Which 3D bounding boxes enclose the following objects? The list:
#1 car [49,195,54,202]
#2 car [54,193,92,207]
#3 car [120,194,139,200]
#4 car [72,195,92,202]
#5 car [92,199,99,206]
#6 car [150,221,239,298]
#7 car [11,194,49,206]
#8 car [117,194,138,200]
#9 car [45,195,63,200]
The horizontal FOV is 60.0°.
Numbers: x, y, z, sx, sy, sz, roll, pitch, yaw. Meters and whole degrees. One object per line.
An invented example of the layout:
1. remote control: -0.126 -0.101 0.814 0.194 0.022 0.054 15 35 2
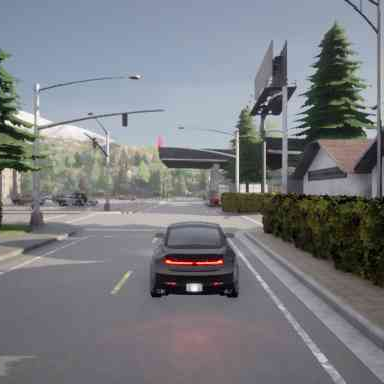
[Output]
1. car: -24.005 1.298 62.653 4.514 1.523 2.007 0 0 0
2. car: -16.760 1.077 46.950 3.866 1.878 1.905 0 0 0
3. car: -16.481 1.339 87.671 4.514 1.523 2.007 0 0 0
4. car: -24.018 1.319 72.646 3.633 1.501 1.845 0 0 0
5. car: -16.167 1.361 50.278 3.806 1.475 1.970 0 0 0
6. car: 0.061 1.505 8.527 1.837 1.490 4.892 0 0 0
7. car: -24.646 1.097 50.192 4.605 1.855 1.932 0 0 0
8. car: -16.411 1.330 84.534 5.027 1.636 2.152 0 0 0
9. car: -35.077 1.384 84.577 3.806 1.475 1.970 0 0 0
